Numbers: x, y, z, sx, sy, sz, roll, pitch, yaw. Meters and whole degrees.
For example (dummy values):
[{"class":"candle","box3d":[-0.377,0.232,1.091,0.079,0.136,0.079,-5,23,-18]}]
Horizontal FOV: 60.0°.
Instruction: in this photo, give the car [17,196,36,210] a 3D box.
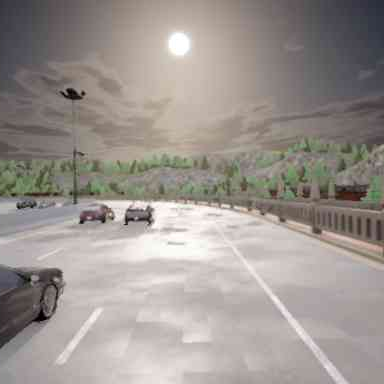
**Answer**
[{"class":"car","box3d":[-25.361,1.643,51.306,2.150,2.045,5.566,-1,0,-16]}]

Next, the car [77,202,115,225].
[{"class":"car","box3d":[-7.198,1.628,25.421,1.812,1.442,4.674,-1,0,-1]}]

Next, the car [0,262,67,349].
[{"class":"car","box3d":[-3.431,1.608,4.301,2.033,1.411,5.357,-1,0,-1]}]

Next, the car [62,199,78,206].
[{"class":"car","box3d":[-16.931,1.766,46.632,1.837,1.490,4.892,-1,0,-13]}]

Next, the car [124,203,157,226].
[{"class":"car","box3d":[-3.670,1.526,24.106,2.128,1.511,4.902,-1,0,-1]}]

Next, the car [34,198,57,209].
[{"class":"car","box3d":[-21.061,1.832,48.678,2.128,1.511,4.902,-1,0,-14]}]
